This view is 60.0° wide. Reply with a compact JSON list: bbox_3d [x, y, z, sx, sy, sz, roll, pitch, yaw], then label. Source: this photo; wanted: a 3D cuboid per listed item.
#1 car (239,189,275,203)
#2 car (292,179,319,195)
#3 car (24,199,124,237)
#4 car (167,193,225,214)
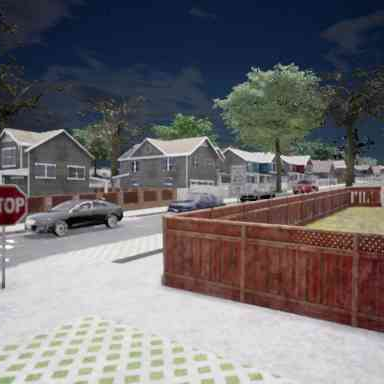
[{"bbox_3d":[6.459,0.389,32.859,1.895,1.301,4.718,0,3,36],"label":"car"},{"bbox_3d":[15.563,-0.698,45.365,2.150,2.045,5.566,0,3,36],"label":"car"},{"bbox_3d":[-5.542,1.138,16.167,2.128,1.511,4.902,0,2,36],"label":"car"},{"bbox_3d":[0.439,0.785,24.492,2.033,1.411,5.357,0,3,36],"label":"car"}]
